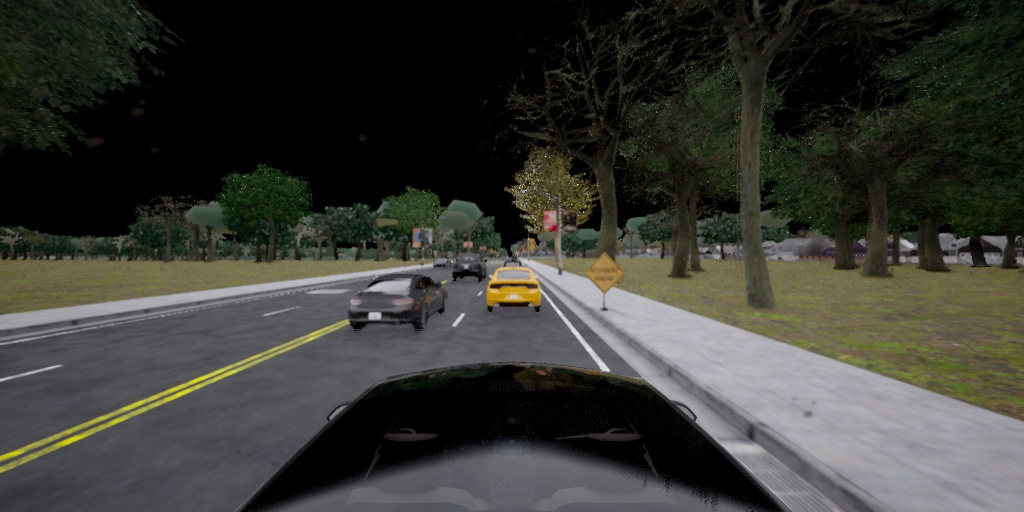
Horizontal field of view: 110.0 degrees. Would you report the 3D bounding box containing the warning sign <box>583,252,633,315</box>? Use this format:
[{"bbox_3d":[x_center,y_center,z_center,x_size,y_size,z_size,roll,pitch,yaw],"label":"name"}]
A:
[{"bbox_3d":[2.851,0.816,11.100,1.300,1.860,1.060,0,0,0],"label":"warning sign"}]

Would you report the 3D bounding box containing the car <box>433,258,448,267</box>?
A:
[{"bbox_3d":[-9.824,1.012,50.503,1.837,1.490,4.892,0,1,0],"label":"car"}]

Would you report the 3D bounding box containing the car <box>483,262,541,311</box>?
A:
[{"bbox_3d":[0.073,1.162,14.197,1.882,1.535,5.008,0,0,0],"label":"car"}]

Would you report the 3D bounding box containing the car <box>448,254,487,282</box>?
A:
[{"bbox_3d":[-3.180,0.843,27.683,2.150,2.045,5.566,0,1,0],"label":"car"}]

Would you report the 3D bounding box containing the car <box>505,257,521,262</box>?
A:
[{"bbox_3d":[0.076,1.120,28.853,1.837,1.490,4.892,0,1,0],"label":"car"}]

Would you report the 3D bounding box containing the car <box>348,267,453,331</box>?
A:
[{"bbox_3d":[-3.196,1.228,10.743,1.812,1.442,4.674,0,0,1],"label":"car"}]
